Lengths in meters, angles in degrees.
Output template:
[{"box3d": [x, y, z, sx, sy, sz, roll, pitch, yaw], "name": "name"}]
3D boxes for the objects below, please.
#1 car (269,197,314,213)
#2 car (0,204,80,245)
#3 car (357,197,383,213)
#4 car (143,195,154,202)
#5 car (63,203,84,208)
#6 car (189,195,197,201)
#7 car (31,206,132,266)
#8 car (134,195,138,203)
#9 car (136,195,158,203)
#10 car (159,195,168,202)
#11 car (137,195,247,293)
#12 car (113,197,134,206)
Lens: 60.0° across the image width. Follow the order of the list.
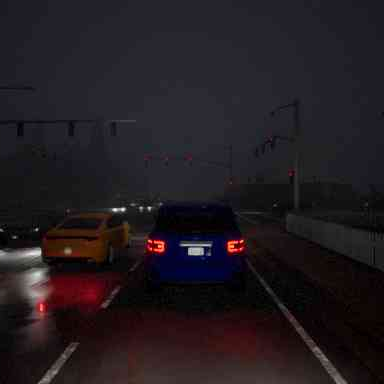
[{"box3d": [10.731, 1.352, 36.062, 4.553, 1.767, 2.097, 0, 0, -1], "name": "car"}, {"box3d": [-7.064, 1.526, 15.581, 1.812, 1.442, 4.674, 0, 0, 0], "name": "car"}, {"box3d": [20.513, 1.352, 36.282, 4.553, 1.767, 2.097, 0, 0, -1], "name": "car"}, {"box3d": [-10.314, 1.473, 79.582, 1.882, 1.535, 5.008, 0, 0, 0], "name": "car"}, {"box3d": [-10.534, 1.601, 28.689, 1.895, 1.301, 4.718, 0, 0, 0], "name": "car"}, {"box3d": [0.208, 1.540, 88.996, 2.033, 1.411, 5.357, 0, 0, 0], "name": "car"}, {"box3d": [-3.397, 1.478, 11.629, 1.882, 1.535, 5.008, 0, 0, 0], "name": "car"}, {"box3d": [-10.383, 1.352, 64.770, 2.097, 1.767, 4.553, 0, 0, 1], "name": "car"}, {"box3d": [-6.973, 1.547, 52.215, 2.033, 1.411, 5.357, 0, 0, 0], "name": "car"}, {"box3d": [-6.812, 1.517, 80.344, 1.812, 1.442, 4.674, 0, 0, 0], "name": "car"}, {"box3d": [0.083, 1.221, 9.007, 2.150, 2.045, 5.566, 0, 0, 0], "name": "car"}, {"box3d": [-10.482, 1.491, 49.567, 2.128, 1.511, 4.902, 0, 0, 0], "name": "car"}]
